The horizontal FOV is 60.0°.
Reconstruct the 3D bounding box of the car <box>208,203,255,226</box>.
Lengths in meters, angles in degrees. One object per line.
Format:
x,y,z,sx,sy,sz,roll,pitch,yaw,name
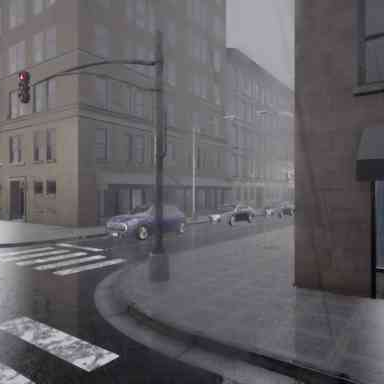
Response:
3.017,1.622,24.946,2.128,1.511,4.902,0,0,35,car

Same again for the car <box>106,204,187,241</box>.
-2.301,1.432,17.510,2.097,1.767,4.553,0,0,36,car

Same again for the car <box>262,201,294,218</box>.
8.531,1.674,32.697,2.128,1.511,4.902,0,0,36,car
